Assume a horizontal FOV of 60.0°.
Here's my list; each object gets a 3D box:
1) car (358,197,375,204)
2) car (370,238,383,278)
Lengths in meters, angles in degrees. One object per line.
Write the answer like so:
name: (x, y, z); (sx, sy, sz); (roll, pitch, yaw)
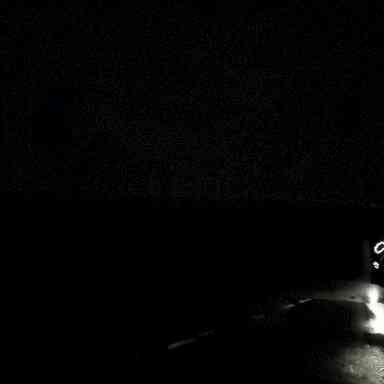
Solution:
car: (38.613, 1.856, 73.647); (1.837, 1.490, 4.892); (1, 1, 0)
car: (6.863, 1.484, 9.504); (4.553, 1.767, 2.097); (1, -1, -44)
